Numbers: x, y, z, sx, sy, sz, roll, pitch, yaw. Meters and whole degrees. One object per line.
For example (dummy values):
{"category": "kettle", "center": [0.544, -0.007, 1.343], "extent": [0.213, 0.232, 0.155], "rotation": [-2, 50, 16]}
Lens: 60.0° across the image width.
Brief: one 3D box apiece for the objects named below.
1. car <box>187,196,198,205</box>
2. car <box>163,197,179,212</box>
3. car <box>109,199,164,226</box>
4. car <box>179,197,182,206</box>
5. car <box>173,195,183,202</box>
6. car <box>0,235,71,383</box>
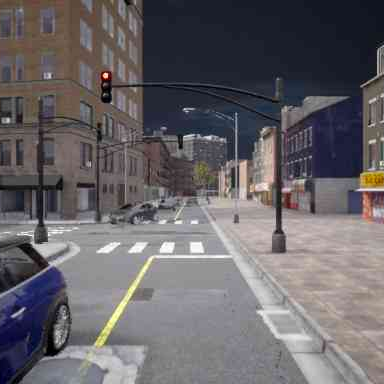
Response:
{"category": "car", "center": [0.051, 1.508, 59.333], "extent": [2.128, 1.511, 4.902], "rotation": [0, 0, 0]}
{"category": "car", "center": [-2.882, 1.513, 39.177], "extent": [1.837, 1.490, 4.892], "rotation": [0, 0, -1]}
{"category": "car", "center": [-4.042, 1.509, 23.969], "extent": [1.837, 1.490, 4.892], "rotation": [1, 0, 19]}
{"category": "car", "center": [-2.885, 1.574, 51.138], "extent": [1.994, 1.385, 4.181], "rotation": [0, 0, 0]}
{"category": "car", "center": [-2.806, 1.292, 67.000], "extent": [1.994, 1.385, 4.181], "rotation": [0, 0, 0]}
{"category": "car", "center": [-2.850, 1.352, 3.024], "extent": [2.097, 1.767, 4.553], "rotation": [0, 0, 0]}
